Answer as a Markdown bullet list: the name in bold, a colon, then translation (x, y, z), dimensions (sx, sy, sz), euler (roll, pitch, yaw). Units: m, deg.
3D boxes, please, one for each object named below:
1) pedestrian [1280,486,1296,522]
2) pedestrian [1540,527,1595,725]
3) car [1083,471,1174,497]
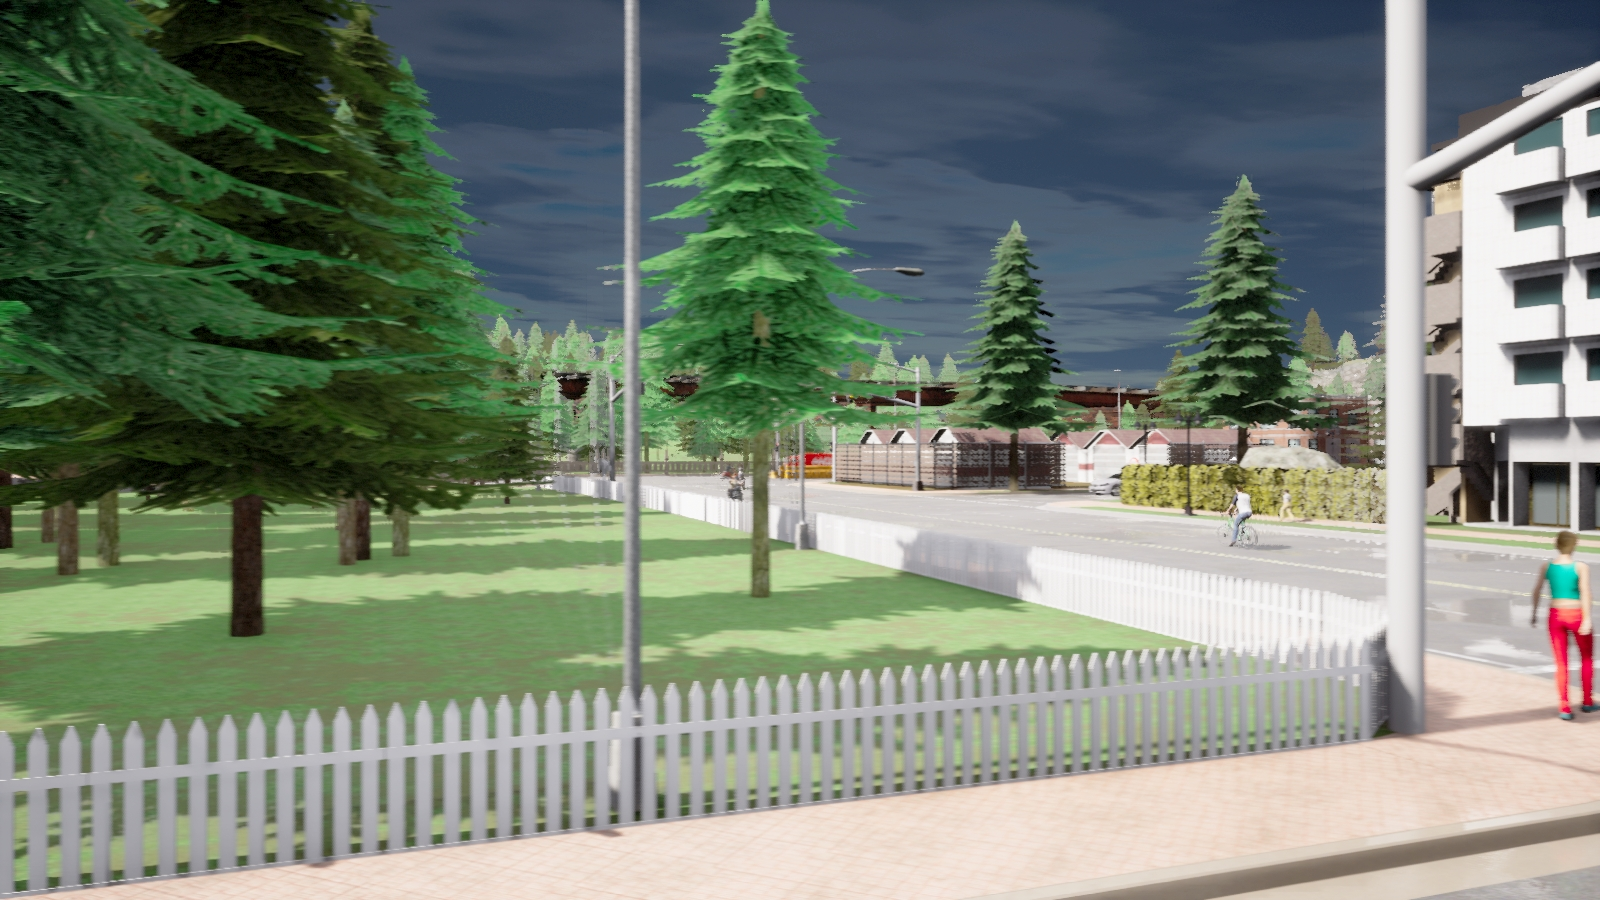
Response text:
- **pedestrian**: translation (17.893, 1.977, 41.918), dimensions (0.375, 1.300, 0.375), euler (0, 0, -17)
- **pedestrian**: translation (7.495, 1.696, 11.159), dimensions (0.375, 1.860, 0.375), euler (0, 0, -44)
- **car**: translation (19.774, 2.020, 68.872), dimensions (4.892, 1.480, 2.231), euler (0, 0, -20)
